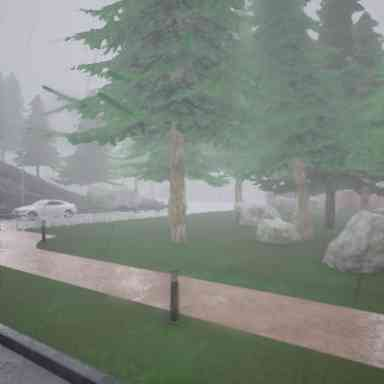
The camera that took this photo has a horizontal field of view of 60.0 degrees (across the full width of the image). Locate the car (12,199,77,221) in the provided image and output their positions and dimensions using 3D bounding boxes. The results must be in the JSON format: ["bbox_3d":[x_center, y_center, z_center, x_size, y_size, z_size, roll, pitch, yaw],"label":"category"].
[{"bbox_3d":[-10.935,1.292,24.968,1.812,1.442,4.674,0,0,35],"label":"car"}]

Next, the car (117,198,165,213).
[{"bbox_3d":[-4.971,1.314,33.310,2.033,1.411,5.357,0,0,36],"label":"car"}]
